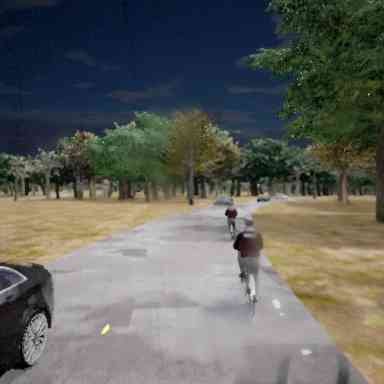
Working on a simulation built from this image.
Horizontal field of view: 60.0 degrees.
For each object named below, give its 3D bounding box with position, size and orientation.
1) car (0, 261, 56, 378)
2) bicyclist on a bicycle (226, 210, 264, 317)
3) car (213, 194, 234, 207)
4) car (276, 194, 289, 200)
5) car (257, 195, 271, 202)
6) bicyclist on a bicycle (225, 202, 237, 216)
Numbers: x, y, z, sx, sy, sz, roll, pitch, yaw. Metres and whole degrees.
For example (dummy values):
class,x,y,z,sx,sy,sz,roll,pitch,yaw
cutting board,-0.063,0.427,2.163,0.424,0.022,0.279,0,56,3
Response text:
class,x,y,z,sx,sy,sz,roll,pitch,yaw
car,-2.947,1.482,2.913,2.128,1.511,4.902,0,0,2
bicyclist on a bicycle,1.103,1.359,6.572,0.659,1.776,1.843,0,0,3
car,4.442,1.104,46.616,2.097,1.767,4.553,0,1,18
car,20.793,1.160,76.591,1.895,1.301,4.718,0,1,30
car,13.413,1.257,61.595,1.895,1.301,4.718,0,0,24
bicyclist on a bicycle,1.819,1.330,15.396,0.659,1.776,1.843,0,0,6
